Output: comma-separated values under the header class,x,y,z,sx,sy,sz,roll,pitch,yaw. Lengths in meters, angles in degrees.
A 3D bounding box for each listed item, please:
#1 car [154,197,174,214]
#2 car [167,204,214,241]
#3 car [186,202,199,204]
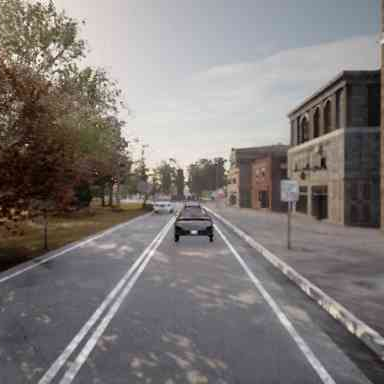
class,x,y,z,sx,sy,sz,roll,pitch,yaw
car,-3.426,1.611,41.288,2.150,2.045,5.566,0,-1,0
car,0.086,1.561,17.039,2.128,1.511,4.902,0,0,0
car,0.038,1.766,35.267,1.882,1.535,5.008,0,-1,0
